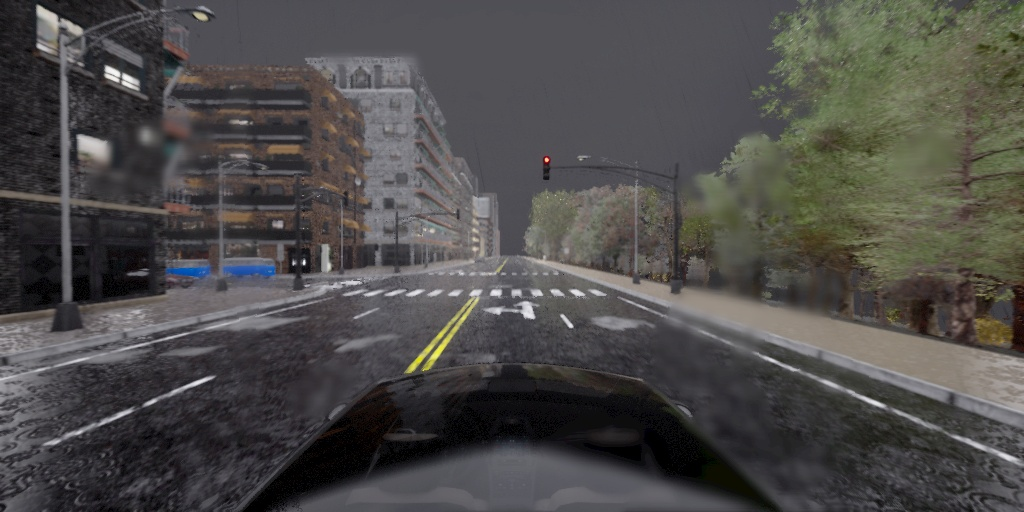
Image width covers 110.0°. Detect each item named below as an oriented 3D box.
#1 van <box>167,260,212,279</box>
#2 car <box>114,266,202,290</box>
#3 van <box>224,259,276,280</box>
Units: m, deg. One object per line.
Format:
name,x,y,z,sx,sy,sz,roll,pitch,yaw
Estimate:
van,-28.327,1.204,30.943,3.998,1.789,1.690,0,0,-1
car,-22.637,1.465,22.675,4.207,1.307,1.802,0,0,-1
van,-22.726,1.130,31.021,3.998,1.789,1.690,0,0,-1
